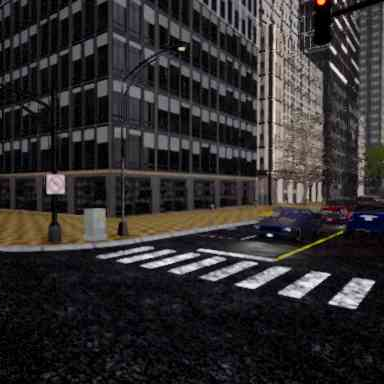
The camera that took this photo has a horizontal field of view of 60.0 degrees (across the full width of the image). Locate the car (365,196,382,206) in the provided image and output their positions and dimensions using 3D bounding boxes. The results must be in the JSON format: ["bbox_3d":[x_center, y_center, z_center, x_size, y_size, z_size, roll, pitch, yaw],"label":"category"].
[{"bbox_3d":[29.406,1.372,53.854,1.752,1.417,4.829,0,0,37],"label":"car"}]

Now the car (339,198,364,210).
[{"bbox_3d":[19.438,1.434,40.400,1.947,1.339,4.313,0,0,37],"label":"car"}]

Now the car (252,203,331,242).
[{"bbox_3d":[4.943,1.471,16.470,2.033,1.411,5.357,1,1,37],"label":"car"}]

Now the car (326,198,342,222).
[{"bbox_3d":[10.576,1.268,24.068,2.097,1.767,4.553,1,1,37],"label":"car"}]

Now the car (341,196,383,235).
[{"bbox_3d":[9.678,1.308,17.540,2.097,1.767,4.553,1,1,37],"label":"car"}]

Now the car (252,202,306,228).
[{"bbox_3d":[5.910,1.416,22.142,1.752,1.417,4.829,0,0,37],"label":"car"}]

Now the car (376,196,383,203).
[{"bbox_3d":[36.220,1.413,63.051,1.802,1.307,4.206,0,0,37],"label":"car"}]

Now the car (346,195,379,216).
[{"bbox_3d":[16.494,1.259,32.042,2.097,1.767,4.553,1,1,37],"label":"car"}]
